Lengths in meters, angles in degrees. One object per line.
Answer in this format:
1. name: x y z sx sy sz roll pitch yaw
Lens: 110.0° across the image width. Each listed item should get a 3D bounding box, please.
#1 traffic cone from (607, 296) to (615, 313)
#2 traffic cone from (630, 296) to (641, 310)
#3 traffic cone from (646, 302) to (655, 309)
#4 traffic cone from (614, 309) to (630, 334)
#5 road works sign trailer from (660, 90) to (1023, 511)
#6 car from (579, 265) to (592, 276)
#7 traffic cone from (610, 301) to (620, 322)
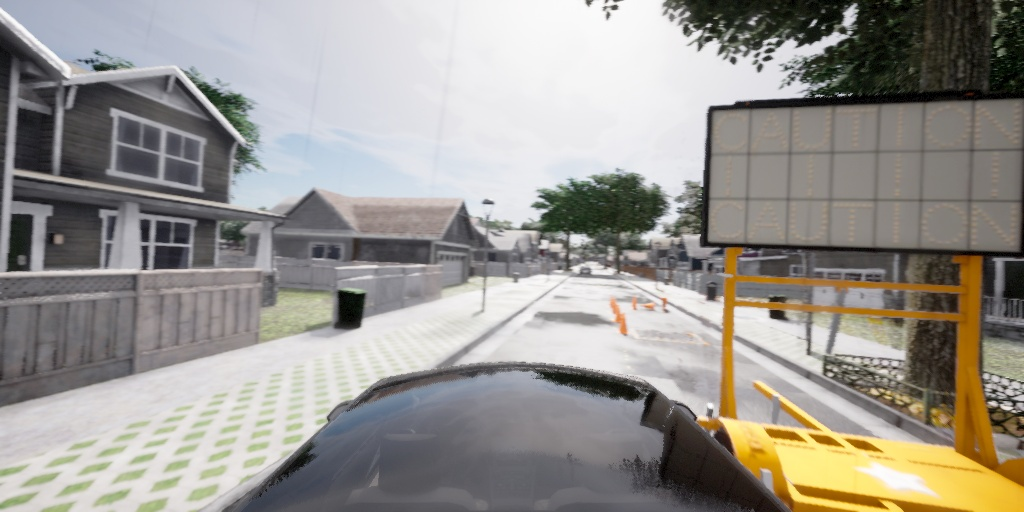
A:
1. traffic cone: 4.072 2.001 14.324 0.340 0.580 0.340 0 0 12
2. traffic cone: 5.471 2.079 16.066 0.340 0.580 0.340 0 0 12
3. traffic cone: 6.262 1.941 15.891 0.340 0.580 0.340 0 0 12
4. traffic cone: 3.225 1.929 10.415 0.340 0.580 0.340 0 0 12
5. road works sign trailer: 2.891 0.361 3.329 2.380 3.560 2.880 0 0 12
6. car: 11.123 2.173 54.195 2.128 1.511 4.902 2 0 12
7. traffic cone: 3.648 1.965 12.369 0.340 0.580 0.340 0 0 12
